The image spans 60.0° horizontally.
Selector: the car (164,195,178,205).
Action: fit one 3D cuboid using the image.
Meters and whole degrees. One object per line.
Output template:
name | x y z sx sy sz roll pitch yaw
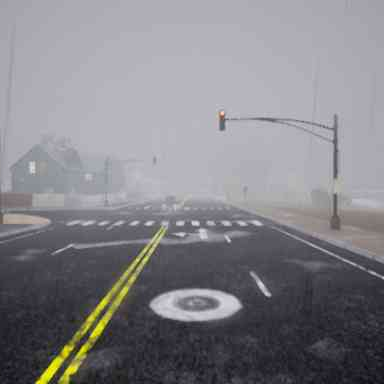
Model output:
car | -3.224 1.214 50.613 1.882 1.535 5.008 0 2 0
